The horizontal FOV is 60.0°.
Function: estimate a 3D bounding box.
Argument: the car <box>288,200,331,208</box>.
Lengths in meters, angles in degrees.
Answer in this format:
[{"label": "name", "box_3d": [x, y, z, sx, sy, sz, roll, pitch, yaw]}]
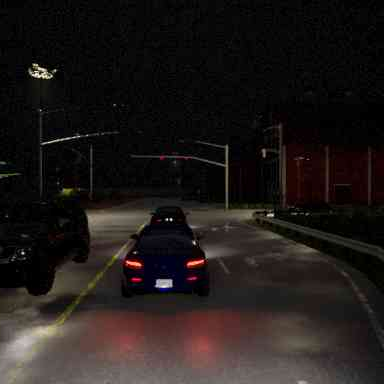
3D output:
[{"label": "car", "box_3d": [12.736, 1.553, 36.128, 4.674, 1.442, 1.812, 0, 0, -3]}]

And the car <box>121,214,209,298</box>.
[{"label": "car", "box_3d": [-0.635, 1.526, 8.450, 1.812, 1.442, 4.674, 0, 0, -3]}]

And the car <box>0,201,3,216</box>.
[{"label": "car", "box_3d": [-20.900, 1.576, 31.093, 5.357, 1.411, 2.033, 0, 0, -2]}]

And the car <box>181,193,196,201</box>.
[{"label": "car", "box_3d": [-0.805, 1.146, 81.626, 3.866, 1.878, 1.905, -3, 4, 44]}]

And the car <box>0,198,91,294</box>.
[{"label": "car", "box_3d": [-4.361, 1.222, 9.049, 2.150, 2.045, 5.566, 0, 0, -4]}]

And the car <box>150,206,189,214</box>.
[{"label": "car", "box_3d": [-1.203, 1.505, 17.694, 1.837, 1.490, 4.892, 0, 0, -3]}]
